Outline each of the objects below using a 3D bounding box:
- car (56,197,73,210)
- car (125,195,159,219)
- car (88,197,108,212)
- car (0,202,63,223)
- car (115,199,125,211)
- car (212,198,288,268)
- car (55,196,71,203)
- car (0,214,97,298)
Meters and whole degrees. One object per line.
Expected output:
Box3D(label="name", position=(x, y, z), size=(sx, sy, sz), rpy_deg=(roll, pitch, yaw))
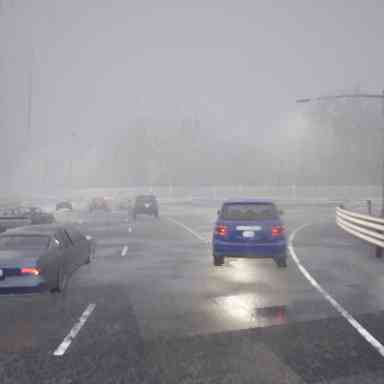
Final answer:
Box3D(label="car", position=(-16.785, 1.613, 43.568), size=(1.812, 1.442, 4.674), rpy_deg=(0, 0, -24))
Box3D(label="car", position=(-4.402, 1.255, 29.765), size=(2.150, 2.045, 5.566), rpy_deg=(0, 0, -16))
Box3D(label="car", position=(-11.314, 1.417, 39.850), size=(2.097, 1.767, 4.553), rpy_deg=(0, 0, -21))
Box3D(label="car", position=(-8.680, 1.534, 17.662), size=(2.128, 1.511, 4.902), rpy_deg=(0, 0, -10))
Box3D(label="car", position=(-8.511, 1.620, 42.262), size=(1.994, 1.385, 4.181), rpy_deg=(0, 0, -22))
Box3D(label="car", position=(2.023, 1.220, 11.588), size=(2.150, 2.045, 5.566), rpy_deg=(0, 0, 11))
Box3D(label="car", position=(-29.036, 1.704, 75.038), size=(1.994, 1.385, 4.181), rpy_deg=(0, 0, -42))
Box3D(label="car", position=(-3.913, 1.567, 8.747), size=(2.033, 1.411, 5.357), rpy_deg=(0, 0, -5))
